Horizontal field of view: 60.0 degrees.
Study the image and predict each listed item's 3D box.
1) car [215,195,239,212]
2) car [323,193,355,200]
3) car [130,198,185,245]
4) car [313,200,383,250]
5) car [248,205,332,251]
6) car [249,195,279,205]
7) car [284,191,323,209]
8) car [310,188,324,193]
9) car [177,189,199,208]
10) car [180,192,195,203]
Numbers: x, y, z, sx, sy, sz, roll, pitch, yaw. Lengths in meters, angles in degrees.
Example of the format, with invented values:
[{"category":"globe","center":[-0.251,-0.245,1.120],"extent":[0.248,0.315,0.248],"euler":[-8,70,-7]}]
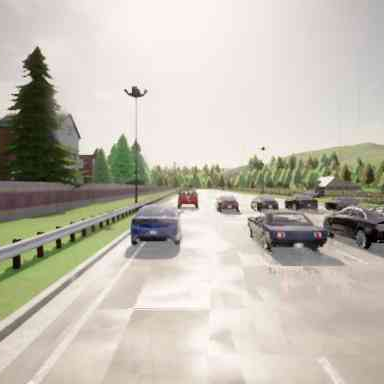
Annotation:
[{"category":"car","center":[3.219,1.039,30.843],"extent":[1.812,1.442,4.674],"euler":[0,1,-1]},{"category":"car","center":[13.724,1.084,30.453],"extent":[1.994,1.385,4.181],"euler":[0,1,-1]},{"category":"car","center":[-1.407,1.251,14.315],"extent":[1.882,1.535,5.008],"euler":[0,1,-1]},{"category":"car","center":[6.932,1.281,13.282],"extent":[2.128,1.511,4.902],"euler":[0,1,-1]},{"category":"car","center":[3.434,1.394,12.996],"extent":[1.895,1.301,4.718],"euler":[0,1,-1]},{"category":"car","center":[6.718,1.038,30.888],"extent":[1.812,1.442,4.674],"euler":[0,1,-1]},{"category":"car","center":[10.212,0.982,31.419],"extent":[1.882,1.535,5.008],"euler":[0,1,-1]},{"category":"car","center":[22.180,0.258,60.703],"extent":[3.866,1.878,1.905],"euler":[0,1,-1]},{"category":"car","center":[-0.406,0.656,35.958],"extent":[2.150,2.045,5.566],"euler":[0,1,0]},{"category":"car","center":[-0.592,0.714,49.246],"extent":[2.128,1.511,4.902],"euler":[0,1,0]}]
